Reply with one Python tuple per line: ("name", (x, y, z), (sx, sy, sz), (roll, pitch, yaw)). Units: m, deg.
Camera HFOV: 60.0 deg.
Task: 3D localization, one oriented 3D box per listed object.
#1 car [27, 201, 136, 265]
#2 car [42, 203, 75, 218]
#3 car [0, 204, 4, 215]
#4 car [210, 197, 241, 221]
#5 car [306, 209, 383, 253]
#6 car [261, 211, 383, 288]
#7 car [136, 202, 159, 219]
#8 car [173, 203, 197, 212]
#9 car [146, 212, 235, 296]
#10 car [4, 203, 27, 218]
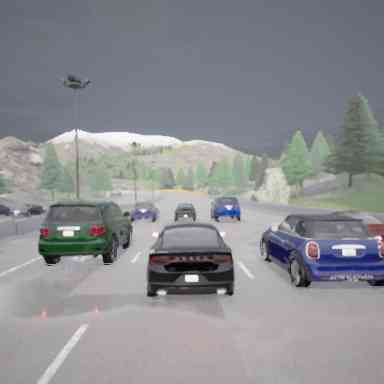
("car", (-3.660, 1.328, 12.359), (2.150, 2.045, 5.566), (-1, -1, -1))
("car", (-14.890, 1.999, 37.341), (1.837, 1.490, 4.892), (-1, -1, -1))
("car", (-21.884, 2.078, 36.952), (1.812, 1.442, 4.674), (-1, -1, -1))
("car", (2.914, 1.445, 29.440), (2.150, 2.045, 5.566), (-1, -1, -1))
("car", (6.789, 1.551, 14.625), (1.812, 1.442, 4.674), (-1, -1, -1))
("car", (3.416, 1.369, 9.470), (2.097, 1.767, 4.553), (-1, 0, -1))
("car", (-4.092, 1.647, 29.662), (2.097, 1.767, 4.553), (-1, -1, -1))
("car", (-0.599, 1.769, 30.033), (1.837, 1.490, 4.892), (-1, -1, -1))
("car", (-0.068, 1.524, 8.841), (1.882, 1.535, 5.008), (-1, 0, -1))
("car", (-18.389, 2.014, 37.251), (2.128, 1.511, 4.902), (-1, -1, -1))
